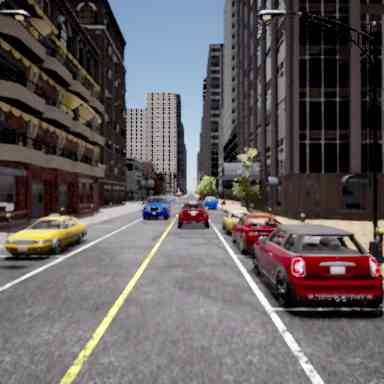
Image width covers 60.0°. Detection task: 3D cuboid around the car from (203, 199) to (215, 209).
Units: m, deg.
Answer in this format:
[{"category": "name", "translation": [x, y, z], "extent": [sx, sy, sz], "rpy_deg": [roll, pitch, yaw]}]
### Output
[{"category": "car", "translation": [2.686, 1.844, 53.554], "extent": [1.752, 1.417, 4.829], "rpy_deg": [0, 0, 0]}]

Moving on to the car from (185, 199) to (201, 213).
[{"category": "car", "translation": [0.097, 1.718, 41.307], "extent": [1.882, 1.535, 5.008], "rpy_deg": [0, -1, 0]}]

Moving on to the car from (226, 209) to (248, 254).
[{"category": "car", "translation": [2.689, 1.615, 13.739], "extent": [1.887, 1.381, 4.507], "rpy_deg": [0, 0, 0]}]

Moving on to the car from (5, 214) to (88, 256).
[{"category": "car", "translation": [-5.691, 1.595, 13.568], "extent": [1.752, 1.417, 4.829], "rpy_deg": [0, 0, 0]}]

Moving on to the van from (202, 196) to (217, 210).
[{"category": "van", "translation": [2.687, 1.622, 47.721], "extent": [1.690, 1.788, 3.998], "rpy_deg": [0, 0, 0]}]

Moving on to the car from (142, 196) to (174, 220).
[{"category": "car", "translation": [-3.101, 1.390, 29.963], "extent": [2.150, 2.045, 5.566], "rpy_deg": [0, 0, 0]}]

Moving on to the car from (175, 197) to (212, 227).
[{"category": "car", "translation": [0.098, 1.482, 23.834], "extent": [2.097, 1.767, 4.553], "rpy_deg": [0, -1, 0]}]

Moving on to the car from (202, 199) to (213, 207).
[{"category": "car", "translation": [2.686, 1.939, 59.047], "extent": [1.802, 1.307, 4.206], "rpy_deg": [0, 0, 0]}]

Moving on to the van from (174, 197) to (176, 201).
[{"category": "van", "translation": [-5.697, 1.951, 91.432], "extent": [1.690, 1.788, 3.998], "rpy_deg": [0, 0, 0]}]

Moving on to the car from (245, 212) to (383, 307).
[{"category": "car", "translation": [2.689, 1.479, 8.078], "extent": [1.967, 1.590, 4.097], "rpy_deg": [0, 0, 0]}]

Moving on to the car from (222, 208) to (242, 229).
[{"category": "car", "translation": [2.688, 1.630, 19.571], "extent": [1.752, 1.417, 4.829], "rpy_deg": [0, 0, 0]}]
